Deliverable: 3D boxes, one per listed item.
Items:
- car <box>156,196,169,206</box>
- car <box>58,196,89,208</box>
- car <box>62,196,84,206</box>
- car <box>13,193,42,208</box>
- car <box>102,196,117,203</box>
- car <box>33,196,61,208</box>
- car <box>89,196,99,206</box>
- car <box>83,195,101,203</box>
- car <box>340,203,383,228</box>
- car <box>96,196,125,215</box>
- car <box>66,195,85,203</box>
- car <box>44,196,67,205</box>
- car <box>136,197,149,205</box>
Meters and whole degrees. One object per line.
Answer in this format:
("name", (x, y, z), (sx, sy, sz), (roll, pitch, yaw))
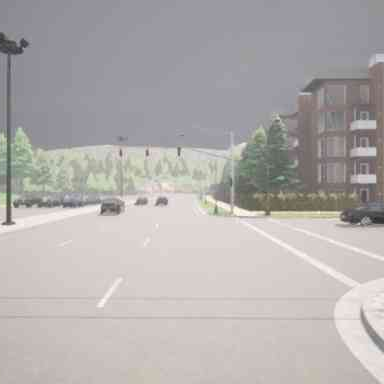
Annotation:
("car", (-4.903, 1.474, 55.590), (1.837, 1.490, 4.892), (0, 0, 0))
("car", (-16.496, 1.575, 46.545), (1.895, 1.301, 4.718), (0, 0, 0))
("car", (-20.052, 1.473, 56.188), (1.837, 1.490, 4.892), (0, 0, 0))
("car", (-23.496, 1.195, 48.009), (2.150, 2.045, 5.566), (0, 0, 0))
("car", (-16.560, 1.527, 66.752), (1.994, 1.385, 4.181), (0, 0, 0))
("car", (-19.996, 1.575, 46.872), (1.895, 1.301, 4.718), (0, 0, 0))
("car", (-16.561, 1.473, 55.604), (1.837, 1.490, 4.892), (0, 0, 0))
("car", (-20.053, 1.458, 66.669), (2.128, 1.511, 4.902), (0, 0, 0))
("car", (12.358, 1.466, 21.810), (5.008, 1.535, 1.882), (0, 0, -1))
("car", (-8.034, 1.486, 33.988), (1.837, 1.490, 4.892), (0, 0, -2))
("car", (-23.556, 1.487, 67.666), (2.128, 1.511, 4.902), (0, 0, 0))
("car", (-23.547, 1.473, 57.606), (1.837, 1.490, 4.892), (0, 0, 0))
("car", (-8.422, 1.494, 56.595), (1.812, 1.442, 4.674), (0, 0, 0))
